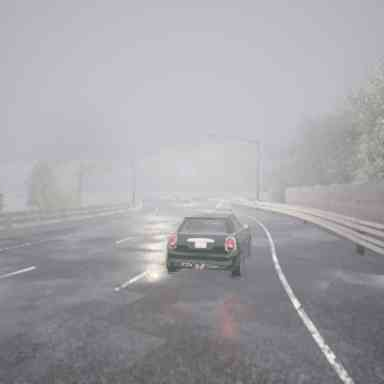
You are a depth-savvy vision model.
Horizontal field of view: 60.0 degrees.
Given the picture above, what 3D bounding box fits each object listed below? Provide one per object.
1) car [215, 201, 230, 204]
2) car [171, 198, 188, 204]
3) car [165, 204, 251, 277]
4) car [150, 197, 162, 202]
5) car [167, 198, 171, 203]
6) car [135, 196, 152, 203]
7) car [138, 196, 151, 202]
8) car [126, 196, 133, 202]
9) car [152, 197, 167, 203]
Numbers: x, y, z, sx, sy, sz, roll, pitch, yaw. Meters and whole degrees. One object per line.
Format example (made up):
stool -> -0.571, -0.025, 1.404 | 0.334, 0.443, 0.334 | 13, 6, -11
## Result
car -> 4.063, 1.881, 43.425 | 1.812, 1.442, 4.674 | 1, -1, -1
car -> -2.541, 2.086, 77.131 | 2.033, 1.411, 5.357 | 1, 0, -20
car -> 0.736, 1.438, 10.848 | 2.097, 1.767, 4.553 | 0, 0, 14
car -> -10.148, 2.037, 93.833 | 1.994, 1.385, 4.181 | 1, 0, -30
car -> -6.415, 2.136, 86.482 | 1.994, 1.385, 4.181 | 1, 0, -26
car -> -12.408, 1.860, 82.764 | 2.097, 1.767, 4.553 | 1, 0, -26
car -> -13.216, 1.950, 92.151 | 1.837, 1.490, 4.892 | 1, 0, -30
car -> -16.489, 1.927, 90.830 | 1.882, 1.535, 5.008 | 1, 0, -30
car -> -8.957, 2.083, 83.650 | 2.033, 1.411, 5.357 | 1, 0, -26
